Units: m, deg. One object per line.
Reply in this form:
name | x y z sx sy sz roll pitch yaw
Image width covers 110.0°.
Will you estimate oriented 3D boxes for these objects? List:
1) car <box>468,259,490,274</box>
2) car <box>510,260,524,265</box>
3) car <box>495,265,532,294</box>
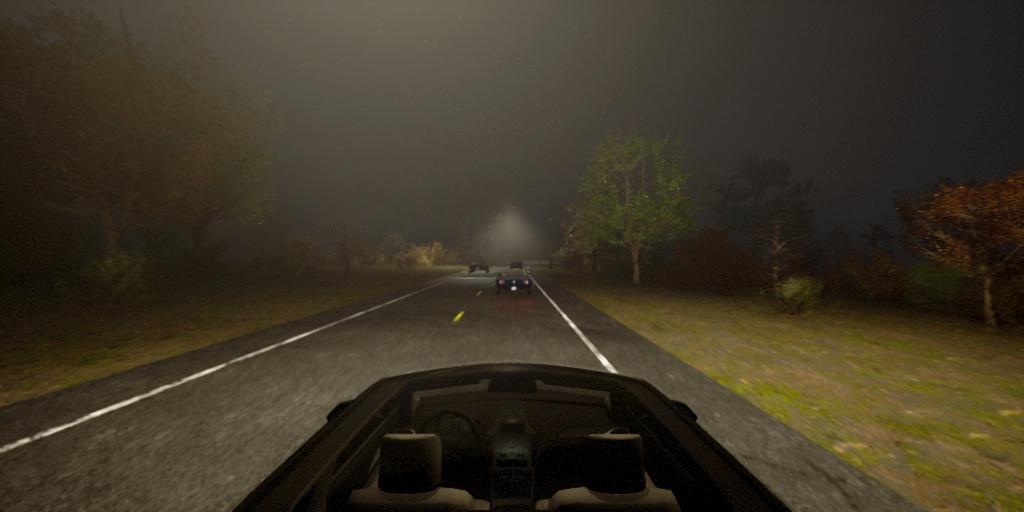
car | -3.352 1.034 37.510 1.994 1.385 4.181 0 0 1
car | 0.749 1.283 53.947 2.128 1.511 4.902 0 0 2
car | 0.093 1.351 20.250 1.895 1.301 4.718 0 0 0
